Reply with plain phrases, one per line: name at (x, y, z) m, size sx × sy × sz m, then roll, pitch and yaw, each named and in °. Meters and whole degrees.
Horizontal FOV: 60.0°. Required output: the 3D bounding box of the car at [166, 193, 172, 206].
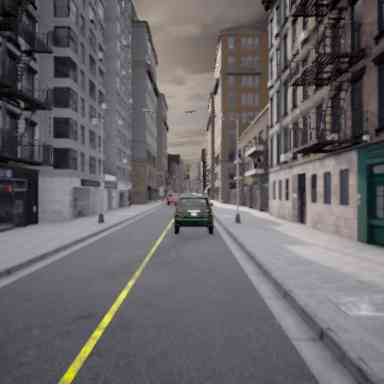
car at (-3.013, 1.226, 55.829) m, size 2.150 × 2.045 × 5.566 m, roll 0°, pitch 0°, yaw 0°

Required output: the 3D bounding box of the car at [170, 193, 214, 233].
car at (0.100, 1.227, 19.713) m, size 2.150 × 2.045 × 5.566 m, roll 0°, pitch 0°, yaw 0°

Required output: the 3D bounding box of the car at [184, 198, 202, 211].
car at (0.098, 1.498, 41.033) m, size 2.128 × 1.511 × 4.902 m, roll 0°, pitch 0°, yaw 0°
